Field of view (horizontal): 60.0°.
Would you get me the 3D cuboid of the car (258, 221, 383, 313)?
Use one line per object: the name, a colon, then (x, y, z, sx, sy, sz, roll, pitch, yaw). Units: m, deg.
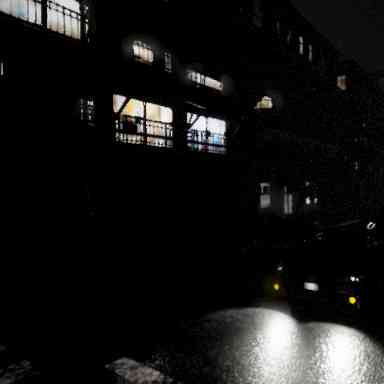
car: (3.523, 1.588, 7.811, 1.994, 1.385, 4.181, -1, -1, 40)

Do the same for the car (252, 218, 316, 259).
car: (3.769, 1.644, 12.099, 1.802, 1.307, 4.206, -2, -1, 40)

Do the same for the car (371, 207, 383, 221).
car: (9.067, 1.346, 14.411, 2.097, 1.767, 4.553, -1, -1, 40)
